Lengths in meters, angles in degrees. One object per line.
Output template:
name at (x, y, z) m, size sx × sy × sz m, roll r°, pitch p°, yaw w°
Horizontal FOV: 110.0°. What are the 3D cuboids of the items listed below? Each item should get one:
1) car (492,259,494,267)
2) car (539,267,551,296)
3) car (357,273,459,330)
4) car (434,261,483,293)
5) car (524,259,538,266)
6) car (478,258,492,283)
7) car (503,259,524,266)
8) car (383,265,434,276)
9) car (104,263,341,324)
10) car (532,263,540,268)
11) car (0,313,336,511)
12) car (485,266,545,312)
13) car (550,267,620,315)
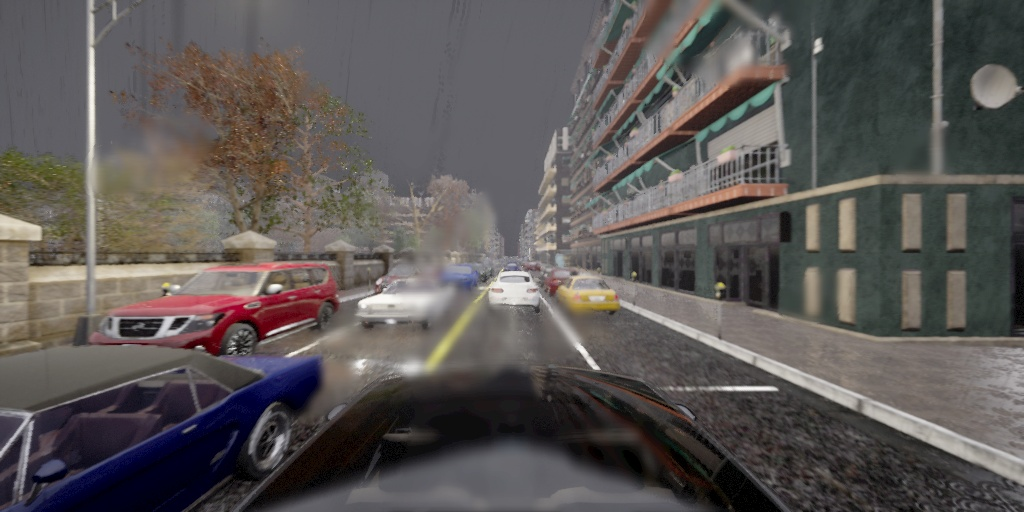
car at (-2.992, 1.197, 37.172) m, size 2.097 × 1.767 × 4.553 m, roll 0°, pitch 0°, yaw 0°
car at (2.698, 1.340, 18.952) m, size 1.888 × 1.381 × 4.507 m, roll 0°, pitch 0°, yaw 0°
car at (-3.085, 1.375, 11.374) m, size 1.895 × 1.301 × 4.718 m, roll 0°, pitch 0°, yaw 0°
car at (-3.077, 1.280, 21.722) m, size 1.882 × 1.535 × 5.008 m, roll 0°, pitch 0°, yaw 0°
car at (2.709, 1.418, 46.628) m, size 1.888 × 1.381 × 4.507 m, roll 0°, pitch 0°, yaw 0°
car at (-2.989, 1.237, 28.625) m, size 2.097 × 1.767 × 4.553 m, roll 0°, pitch 0°, yaw 0°
car at (0.066, 1.374, 38.515) m, size 1.812 × 1.442 × 4.674 m, roll 0°, pitch 0°, yaw 1°
car at (-5.683, 1.235, 18.955) m, size 1.967 × 1.591 × 4.097 m, roll 0°, pitch 0°, yaw 0°
car at (-5.687, 1.080, 7.885) m, size 2.192 × 1.841 × 5.009 m, roll 0°, pitch 0°, yaw 0°
car at (2.700, 1.360, 24.488) m, size 2.007 × 1.370 × 4.403 m, roll 0°, pitch 0°, yaw 0°
car at (-3.093, 1.352, 1.928) m, size 1.895 × 1.301 × 4.718 m, roll 0°, pitch 0°, yaw 0°
car at (0.104, 1.307, 14.245) m, size 1.812 × 1.442 × 4.674 m, roll 0°, pitch 0°, yaw 0°
car at (2.695, 1.305, 13.587) m, size 1.751 × 1.417 × 4.829 m, roll 0°, pitch 0°, yaw 0°
